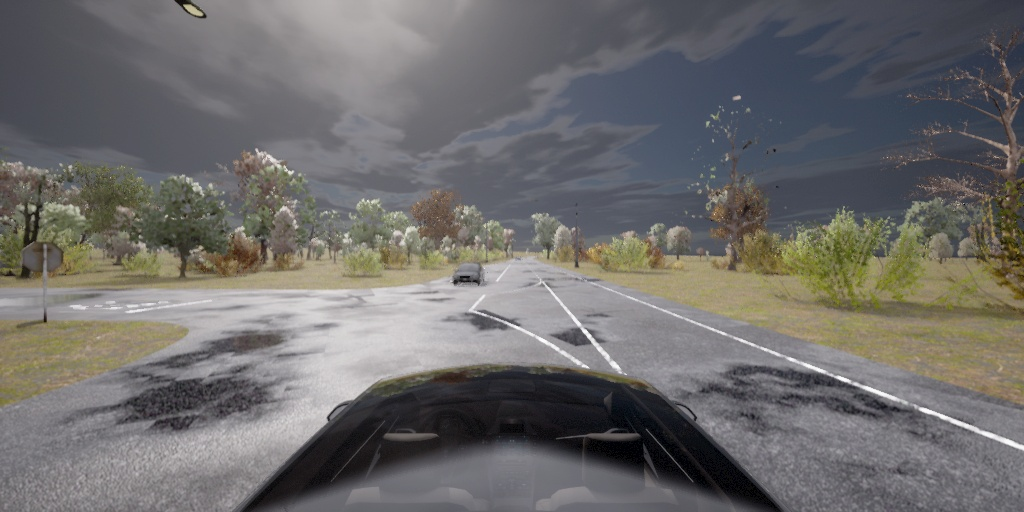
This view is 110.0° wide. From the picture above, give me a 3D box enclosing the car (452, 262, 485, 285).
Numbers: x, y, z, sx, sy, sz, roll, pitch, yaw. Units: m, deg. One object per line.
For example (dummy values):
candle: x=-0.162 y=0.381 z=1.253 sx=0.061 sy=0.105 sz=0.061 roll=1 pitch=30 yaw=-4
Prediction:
car: x=-2.974 y=1.227 z=25.414 sx=1.837 sy=1.490 sz=4.892 roll=0 pitch=0 yaw=1
